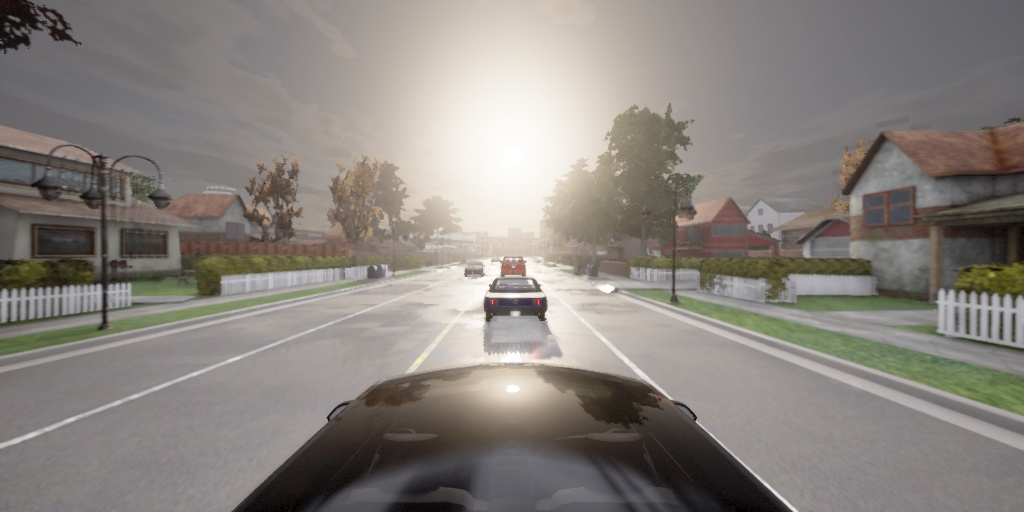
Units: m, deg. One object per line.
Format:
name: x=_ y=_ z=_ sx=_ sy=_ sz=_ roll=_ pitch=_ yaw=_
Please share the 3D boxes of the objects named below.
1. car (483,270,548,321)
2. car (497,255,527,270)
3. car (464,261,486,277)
car: x=0.102 y=1.349 z=12.424 sx=1.895 sy=1.301 sz=4.718 roll=0 pitch=0 yaw=0
car: x=0.111 y=0.966 z=31.363 sx=2.150 sy=2.045 sz=5.566 roll=0 pitch=0 yaw=0
car: x=-3.580 y=1.246 z=35.250 sx=1.837 sy=1.490 sz=4.892 roll=0 pitch=0 yaw=0
